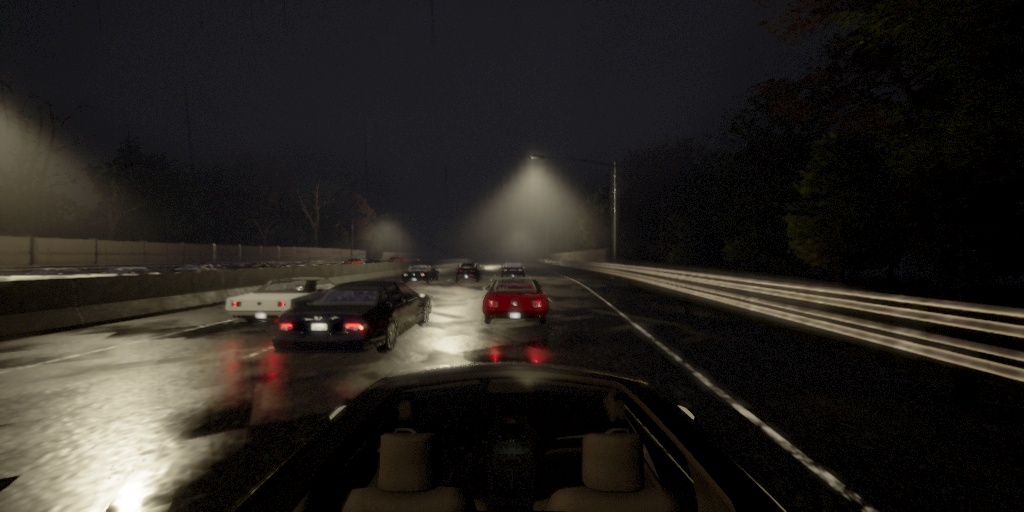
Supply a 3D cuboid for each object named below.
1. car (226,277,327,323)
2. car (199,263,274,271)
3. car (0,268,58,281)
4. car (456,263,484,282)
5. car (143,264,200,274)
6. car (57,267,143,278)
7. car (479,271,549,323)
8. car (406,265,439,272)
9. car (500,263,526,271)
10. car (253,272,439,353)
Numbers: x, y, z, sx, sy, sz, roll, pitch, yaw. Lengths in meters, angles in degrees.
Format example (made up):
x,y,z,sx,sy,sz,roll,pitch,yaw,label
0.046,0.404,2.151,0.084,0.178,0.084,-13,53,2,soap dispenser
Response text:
x,y,z,sx,sy,sz,roll,pitch,yaw,label
-6.901,1.360,12.090,1.895,1.301,4.718,0,0,0,car
-17.599,1.279,23.862,1.837,1.490,4.892,0,0,0,car
-27.774,1.372,21.508,1.895,1.301,4.718,0,0,-2,car
-3.402,1.287,29.212,1.837,1.490,4.892,0,0,0,car
-21.099,1.266,24.123,2.128,1.511,4.902,0,0,0,car
-24.601,1.373,22.612,1.895,1.301,4.718,0,0,0,car
0.098,1.360,12.118,1.895,1.301,4.718,0,0,0,car
-6.904,1.381,27.626,1.895,1.301,4.718,0,0,0,car
0.098,1.274,29.154,2.128,1.511,4.902,0,0,0,car
-3.402,1.304,8.844,2.033,1.411,5.357,0,0,0,car
